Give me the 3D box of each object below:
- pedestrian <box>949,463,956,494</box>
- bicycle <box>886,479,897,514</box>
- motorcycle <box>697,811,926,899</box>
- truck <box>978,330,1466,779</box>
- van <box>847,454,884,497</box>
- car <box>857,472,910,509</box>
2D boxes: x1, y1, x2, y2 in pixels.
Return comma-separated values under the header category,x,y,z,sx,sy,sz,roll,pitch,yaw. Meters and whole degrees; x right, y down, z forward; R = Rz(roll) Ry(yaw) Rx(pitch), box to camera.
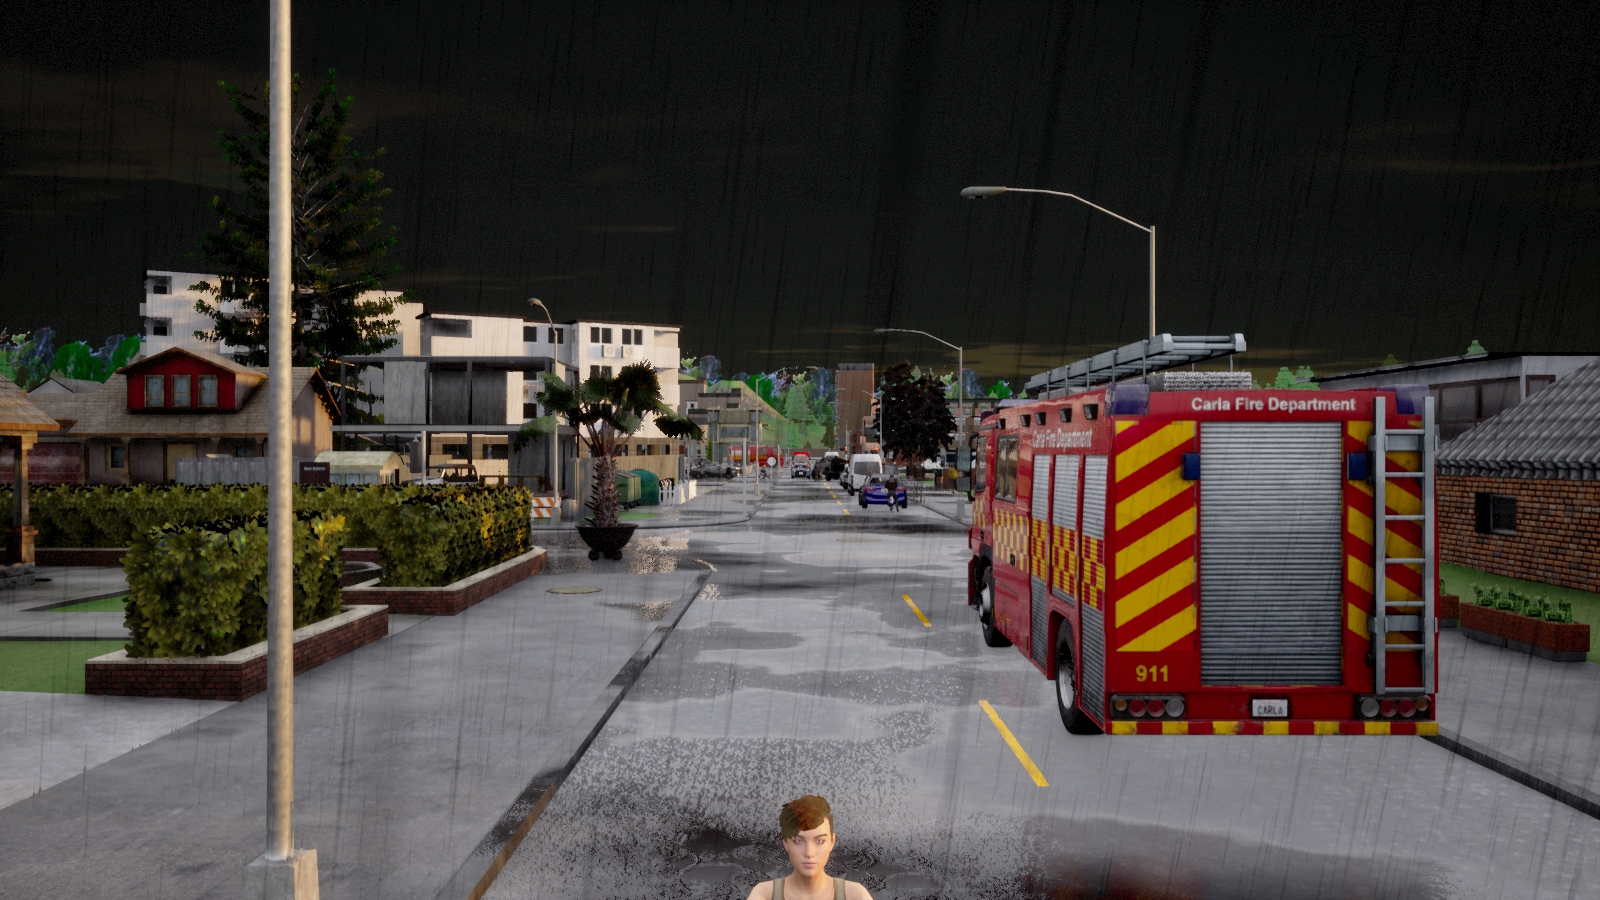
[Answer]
category,x,y,z,sx,sy,sz,roll,pitch,yaw
pedestrian,9.297,1.744,69.636,0.375,1.860,0.375,0,0,0
bicycle,4.077,2.060,50.936,0.329,1.471,1.835,0,0,0
motorcycle,0.039,2.155,3.558,0.764,1.307,2.356,0,0,0
truck,4.261,0.890,13.995,2.891,3.827,8.468,0,0,0
van,4.045,1.534,71.355,1.988,2.561,5.915,0,0,0
car,4.046,1.967,56.171,2.242,1.667,4.611,0,0,0
